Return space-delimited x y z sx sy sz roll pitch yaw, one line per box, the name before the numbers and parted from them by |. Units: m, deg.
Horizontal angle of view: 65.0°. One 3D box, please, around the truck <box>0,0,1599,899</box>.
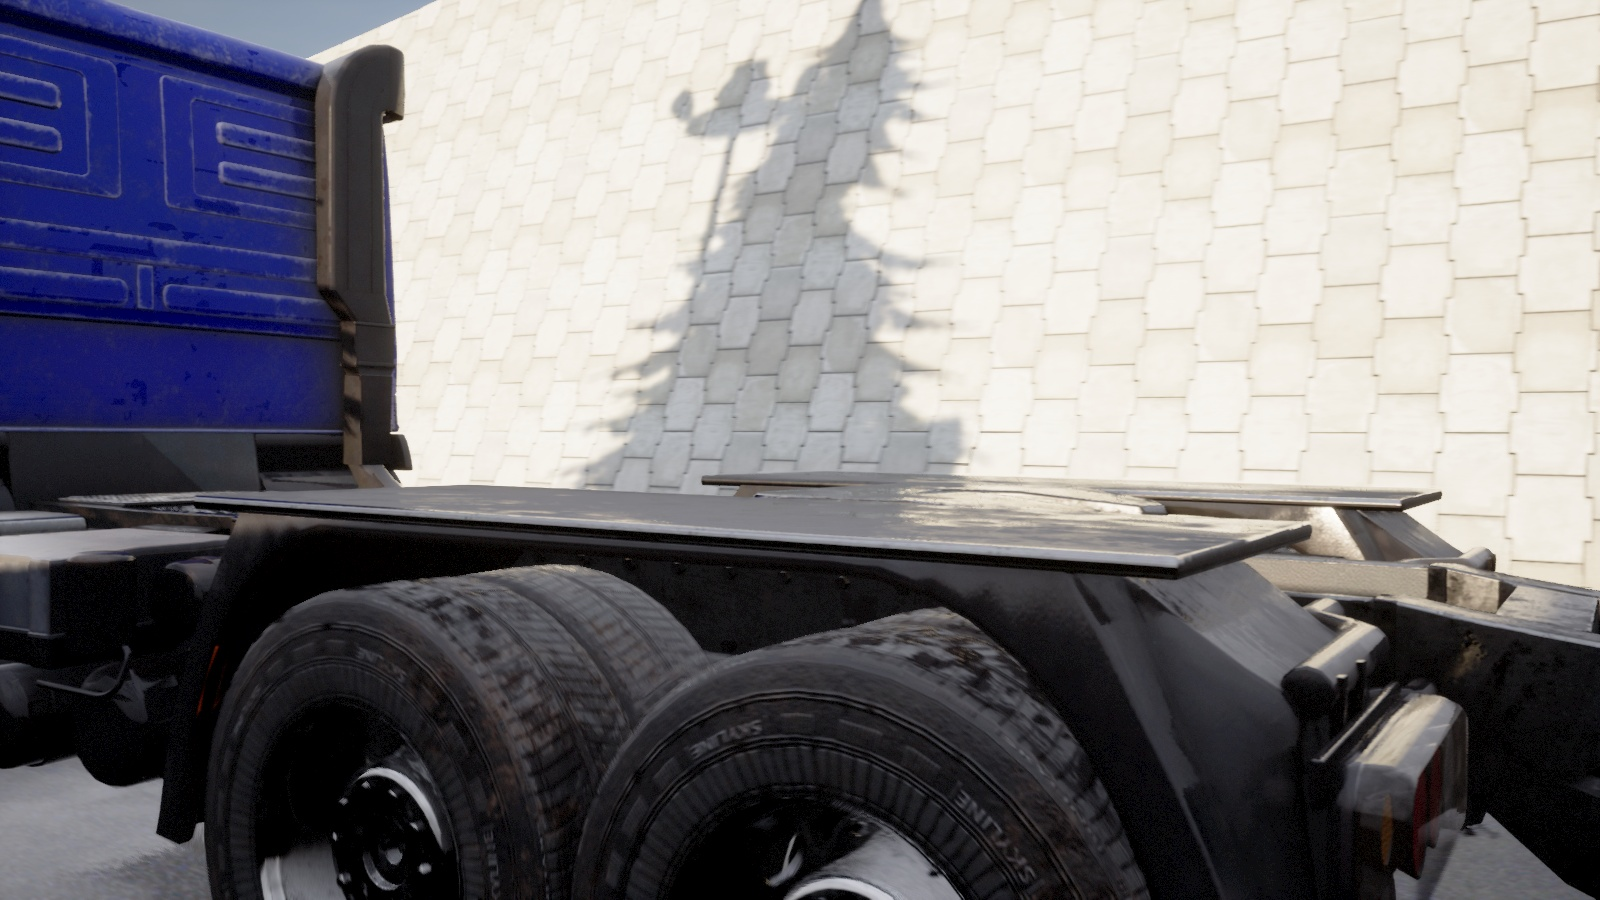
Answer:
truck | -1.441 -0.300 4.562 7.936 3.462 2.891 0 1 34
